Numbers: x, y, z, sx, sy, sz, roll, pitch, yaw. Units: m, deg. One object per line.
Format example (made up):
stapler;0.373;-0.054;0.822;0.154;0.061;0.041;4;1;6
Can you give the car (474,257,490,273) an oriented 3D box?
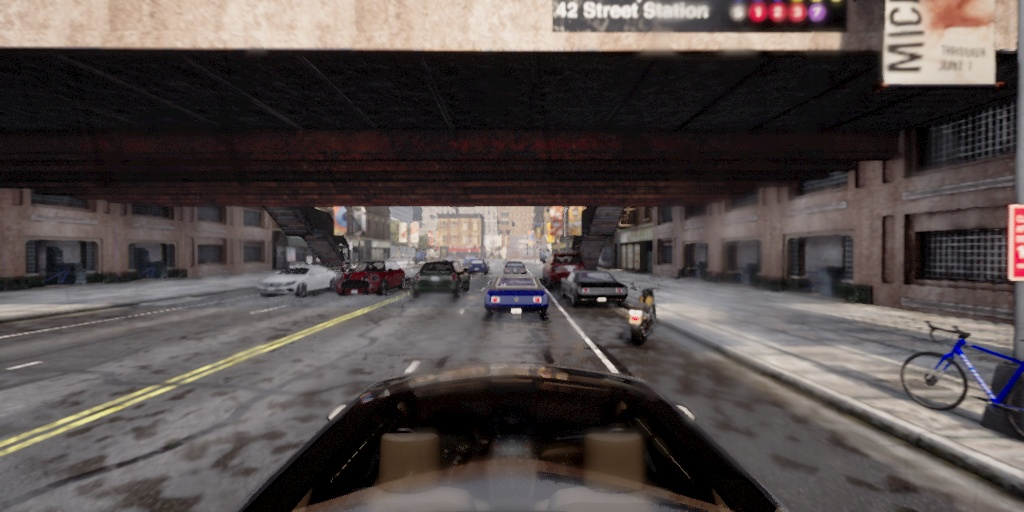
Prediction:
car;-3.292;1.047;35.627;1.812;1.442;4.674;0;0;0

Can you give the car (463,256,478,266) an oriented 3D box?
car;-6.936;0.831;60.633;1.882;1.535;5.008;0;1;0

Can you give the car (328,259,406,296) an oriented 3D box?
car;-7.007;0.991;18.225;2.097;1.767;4.553;0;0;0

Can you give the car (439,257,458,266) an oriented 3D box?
car;-10.439;0.909;59.378;2.033;1.411;5.357;0;0;1

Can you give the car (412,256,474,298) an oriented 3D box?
car;-3.304;0.995;17.686;2.097;1.767;4.553;0;0;0

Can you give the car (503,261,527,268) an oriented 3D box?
car;0.224;1.113;29.093;2.033;1.411;5.357;0;0;0

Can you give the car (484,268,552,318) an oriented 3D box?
car;0.153;1.278;12.550;1.895;1.301;4.718;0;0;1

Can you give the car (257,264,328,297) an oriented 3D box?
car;-10.507;1.166;18.006;1.812;1.442;4.674;0;0;0
